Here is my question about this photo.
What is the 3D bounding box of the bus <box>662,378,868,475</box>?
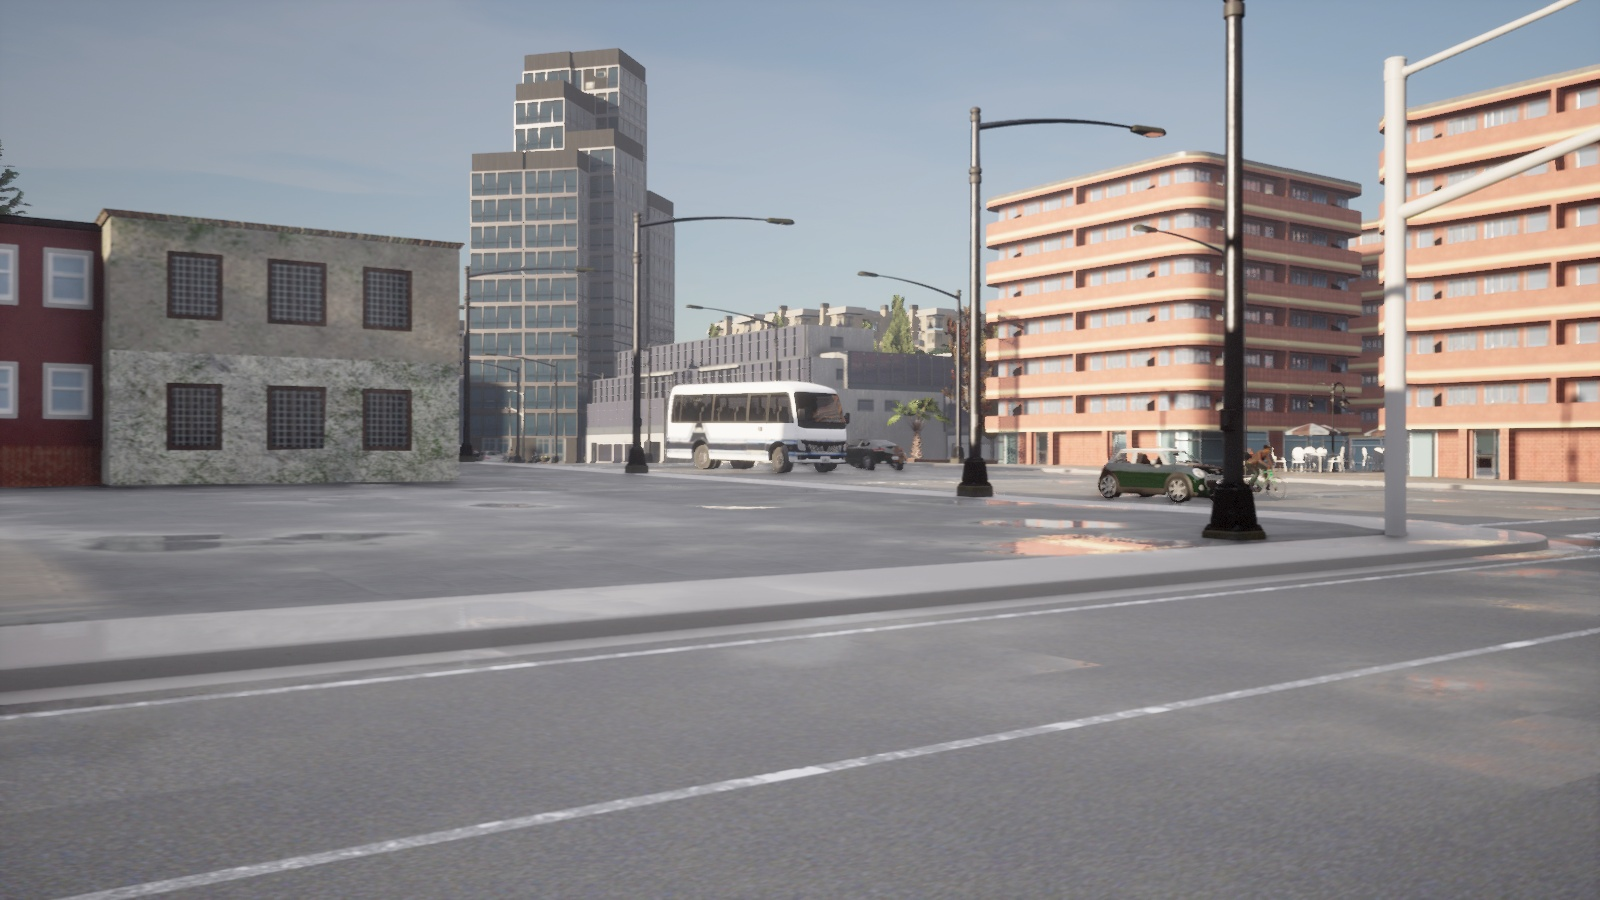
[{"bbox_3d":[-1.879,-1.100,59.974,3.944,4.253,10.273,0,1,-43],"label":"bus"}]

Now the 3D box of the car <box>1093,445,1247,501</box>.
[{"bbox_3d":[10.451,0.612,35.723,1.970,1.475,3.806,0,1,-34],"label":"car"}]

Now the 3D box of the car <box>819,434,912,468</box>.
[{"bbox_3d":[3.324,0.035,64.905,2.152,1.651,5.027,0,1,-34],"label":"car"}]

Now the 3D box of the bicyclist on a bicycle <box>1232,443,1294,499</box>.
[{"bbox_3d":[13.696,0.601,37.175,0.582,1.620,1.656,0,1,-34],"label":"bicyclist on a bicycle"}]
